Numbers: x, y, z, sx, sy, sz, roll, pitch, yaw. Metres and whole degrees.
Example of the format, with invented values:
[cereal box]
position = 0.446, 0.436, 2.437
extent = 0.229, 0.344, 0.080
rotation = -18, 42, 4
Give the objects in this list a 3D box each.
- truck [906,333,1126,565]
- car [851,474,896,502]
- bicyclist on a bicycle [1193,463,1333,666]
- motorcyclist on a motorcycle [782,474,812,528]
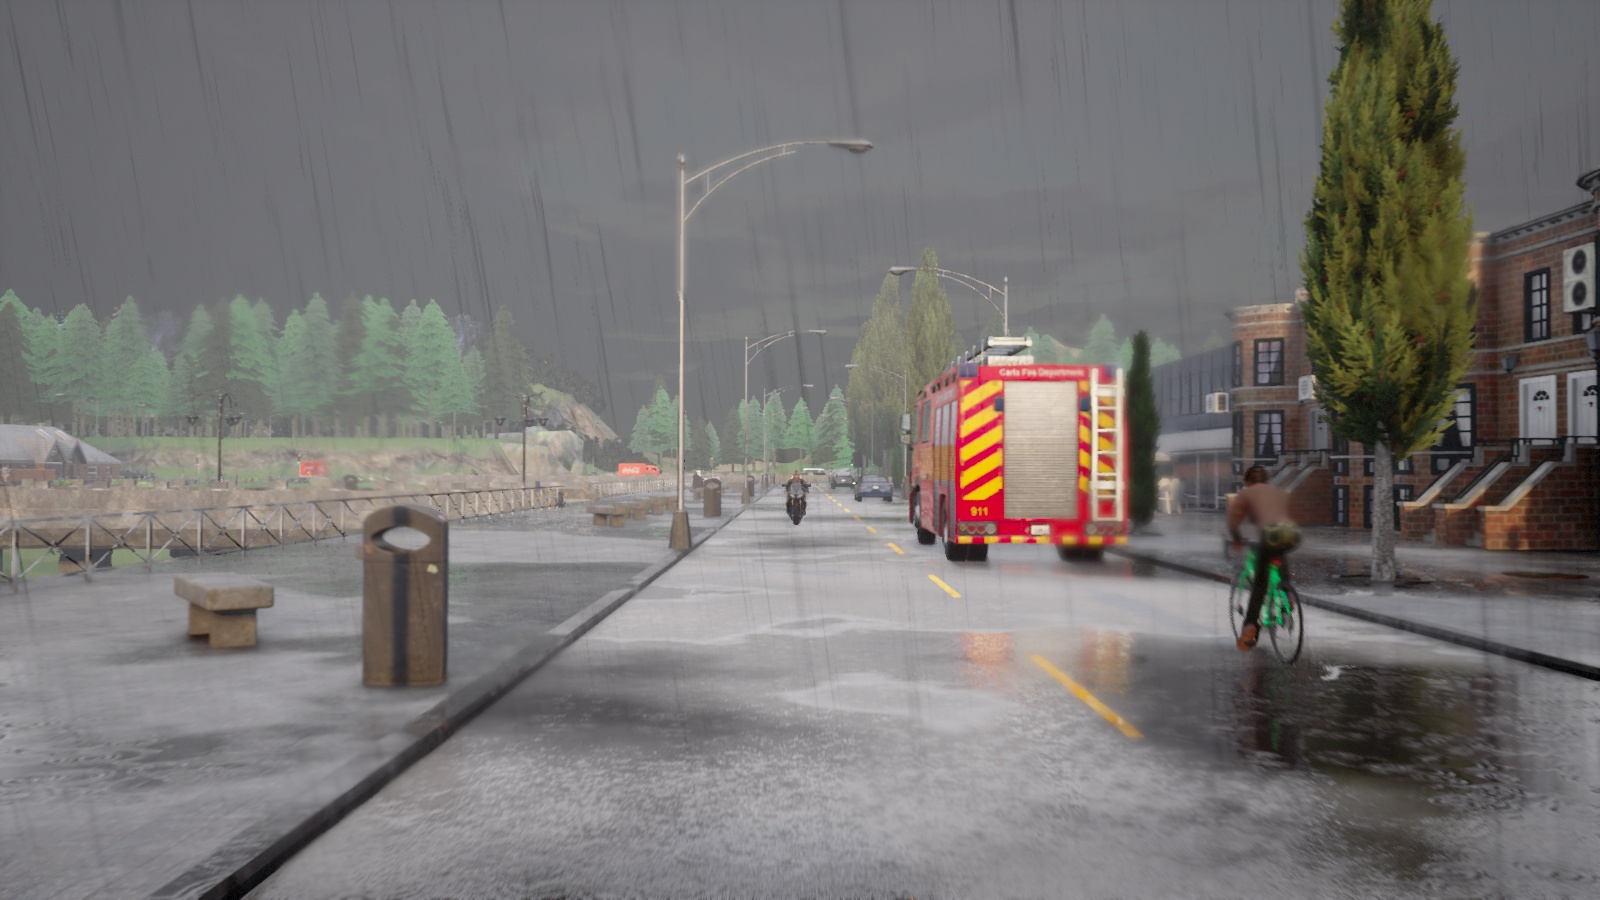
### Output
[truck]
position = 3.930, 0.054, 25.055
extent = 2.891, 3.827, 8.468
rotation = 0, -1, 0
[car]
position = 3.829, 1.953, 66.056
extent = 2.033, 1.411, 5.357
rotation = 0, -1, 0
[bicyclist on a bicycle]
position = 3.970, 0.934, 10.889
extent = 0.582, 1.620, 1.656
rotation = 0, -1, 0
[motorcyclist on a motorcycle]
position = -0.095, 1.469, 36.998
extent = 0.866, 1.530, 2.191
rotation = 0, -1, 0
